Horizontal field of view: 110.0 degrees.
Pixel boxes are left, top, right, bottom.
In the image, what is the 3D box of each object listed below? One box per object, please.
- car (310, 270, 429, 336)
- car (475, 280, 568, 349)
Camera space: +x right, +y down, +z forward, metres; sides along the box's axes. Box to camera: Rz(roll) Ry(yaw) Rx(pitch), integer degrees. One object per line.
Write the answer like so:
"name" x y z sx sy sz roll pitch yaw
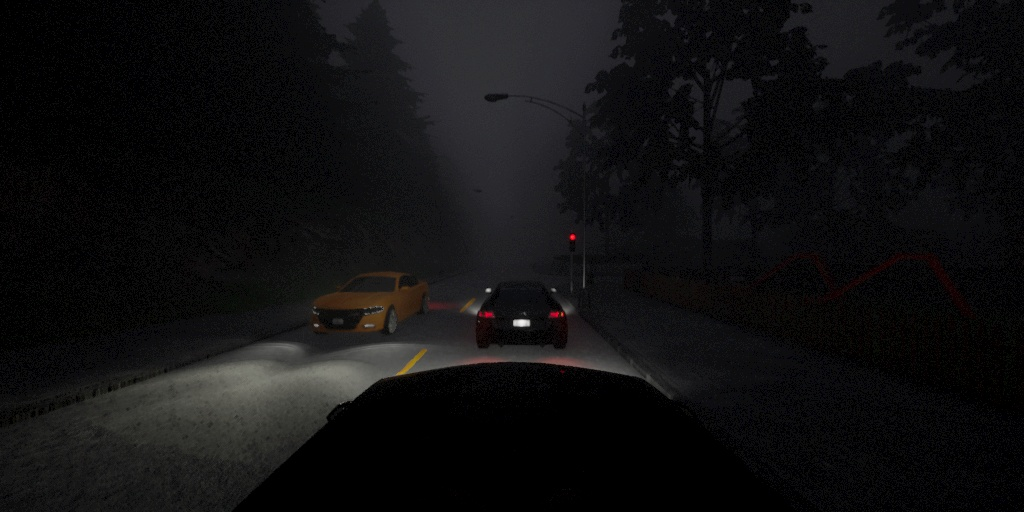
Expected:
"car" -3.868 1.215 10.593 1.882 1.535 5.008 0 0 1
"car" 0.228 1.303 9.141 1.994 1.385 4.181 0 0 1
